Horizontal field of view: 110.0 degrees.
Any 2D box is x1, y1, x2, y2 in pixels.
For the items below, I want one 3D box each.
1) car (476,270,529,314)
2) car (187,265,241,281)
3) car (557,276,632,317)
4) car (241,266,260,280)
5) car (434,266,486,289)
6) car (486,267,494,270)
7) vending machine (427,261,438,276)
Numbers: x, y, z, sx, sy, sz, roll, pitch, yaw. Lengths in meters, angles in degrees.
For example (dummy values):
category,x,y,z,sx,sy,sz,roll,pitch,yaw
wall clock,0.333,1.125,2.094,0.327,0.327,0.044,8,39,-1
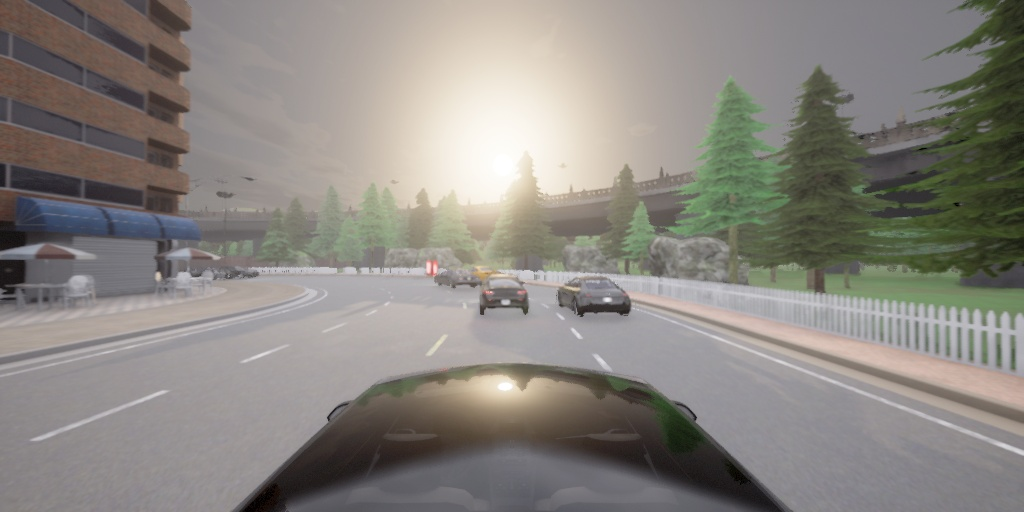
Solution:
category,x,y,z,sx,sy,sz,roll,pitch,yaw
car,-0.429,1.455,14.636,1.812,1.442,4.674,0,-1,-6
car,-29.972,1.787,35.611,4.181,1.385,1.994,0,-1,5
car,3.088,1.489,14.267,1.994,1.385,4.181,0,-1,-5
car,-30.258,1.777,39.134,4.892,1.490,1.837,0,-1,4
car,-4.205,1.649,26.966,2.033,1.411,5.357,0,-1,-30
car,-2.900,1.638,31.231,1.882,1.535,5.008,1,-1,-34
vending machine,-9.735,1.529,43.666,0.880,2.100,1.100,0,0,34
